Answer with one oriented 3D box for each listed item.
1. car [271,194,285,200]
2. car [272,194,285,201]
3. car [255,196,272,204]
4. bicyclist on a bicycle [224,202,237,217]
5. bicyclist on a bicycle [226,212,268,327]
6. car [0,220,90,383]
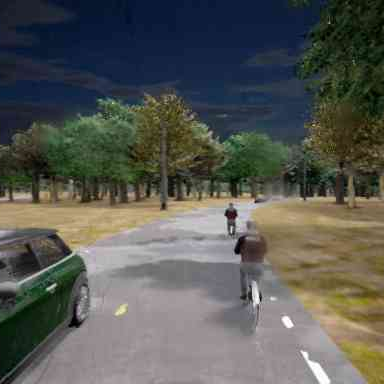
[{"bbox_3d":[21.932,1.241,84.384,2.033,1.411,5.357,0,0,31],"label":"car"},{"bbox_3d":[19.017,1.335,73.489,1.895,1.301,4.718,0,0,30],"label":"car"},{"bbox_3d":[12.639,1.388,59.784,1.895,1.301,4.718,0,0,23],"label":"car"},{"bbox_3d":[1.766,1.347,14.977,0.659,1.776,1.843,0,0,6],"label":"bicyclist on a bicycle"},{"bbox_3d":[1.076,1.366,6.156,0.659,1.776,1.843,0,0,3],"label":"bicyclist on a bicycle"},{"bbox_3d":[-2.915,1.348,4.004,2.097,1.767,4.553,0,0,2],"label":"car"}]
